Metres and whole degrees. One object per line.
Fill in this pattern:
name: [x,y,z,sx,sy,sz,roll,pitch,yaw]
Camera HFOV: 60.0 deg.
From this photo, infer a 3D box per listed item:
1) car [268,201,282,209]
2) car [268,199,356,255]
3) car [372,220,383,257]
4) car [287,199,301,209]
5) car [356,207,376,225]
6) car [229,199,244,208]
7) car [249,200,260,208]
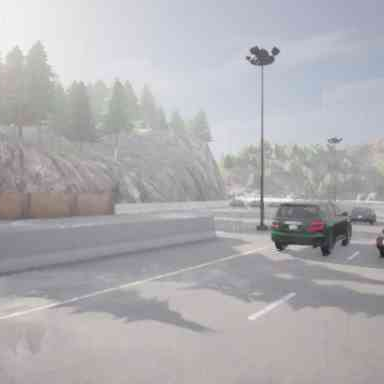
car: [15.528,2.342,62.409,1.994,1.385,4.181,0,-1,22]
car: [5.340,1.414,14.541,2.150,2.045,5.566,0,0,36]
car: [8.547,1.785,13.009,1.895,1.301,4.718,0,-1,36]
car: [18.908,2.133,61.452,2.097,1.767,4.553,0,-1,22]
car: [14.392,1.946,28.186,1.994,1.385,4.181,0,-1,31]
car: [8.623,2.121,63.947,2.097,1.767,4.553,0,-1,22]
car: [12.163,2.280,63.366,1.837,1.490,4.892,0,0,22]
